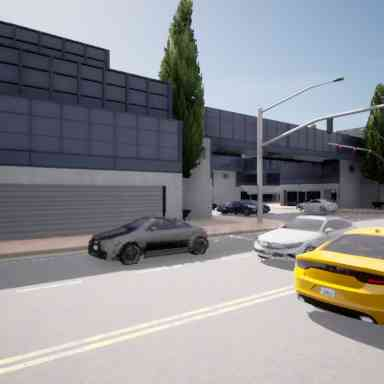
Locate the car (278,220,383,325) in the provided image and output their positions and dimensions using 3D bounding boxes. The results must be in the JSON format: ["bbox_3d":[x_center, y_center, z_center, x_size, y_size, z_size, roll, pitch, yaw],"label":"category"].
[{"bbox_3d":[4.221,1.478,6.856,5.008,1.535,1.882,0,0,-36],"label":"car"}]

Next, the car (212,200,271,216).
[{"bbox_3d":[4.650,1.547,32.080,2.033,1.411,5.357,0,0,-37],"label":"car"}]

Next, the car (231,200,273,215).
[{"bbox_3d":[6.374,1.564,35.615,1.994,1.385,4.181,0,0,-37],"label":"car"}]

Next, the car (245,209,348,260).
[{"bbox_3d":[4.189,1.526,11.381,4.674,1.442,1.812,0,0,-36],"label":"car"}]

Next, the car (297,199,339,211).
[{"bbox_3d":[13.963,1.525,37.144,1.812,1.442,4.674,0,0,-36],"label":"car"}]

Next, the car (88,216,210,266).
[{"bbox_3d":[-1.414,1.564,11.633,4.181,1.385,1.994,0,0,-36],"label":"car"}]

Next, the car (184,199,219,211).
[{"bbox_3d":[1.140,1.601,42.599,1.895,1.301,4.718,0,0,-37],"label":"car"}]
